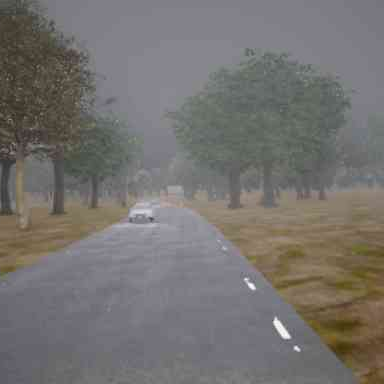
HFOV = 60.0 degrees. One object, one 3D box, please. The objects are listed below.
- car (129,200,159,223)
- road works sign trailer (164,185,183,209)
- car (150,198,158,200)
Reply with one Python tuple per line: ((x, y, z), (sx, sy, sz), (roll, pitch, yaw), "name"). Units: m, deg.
((-3.876, 1.588, 26.402), (1.812, 1.442, 4.674), (0, 0, -3), "car")
((-2.583, 0.684, 50.184), (2.380, 3.560, 2.880), (0, 0, -6), "road works sign trailer")
((-7.830, 1.966, 68.244), (1.895, 1.301, 4.718), (0, -1, -8), "car")
